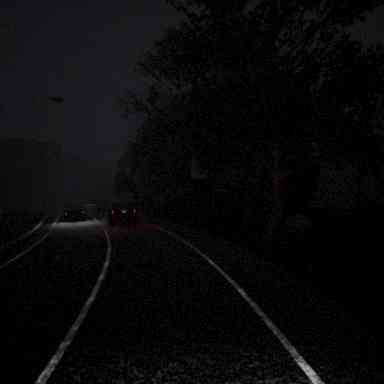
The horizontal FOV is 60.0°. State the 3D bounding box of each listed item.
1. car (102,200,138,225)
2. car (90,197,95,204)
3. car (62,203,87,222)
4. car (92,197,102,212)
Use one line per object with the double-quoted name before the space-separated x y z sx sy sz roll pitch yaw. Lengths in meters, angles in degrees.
"car" -5.547 1.460 25.805 2.097 1.767 4.553 -2 0 -19
"car" -20.138 1.815 70.269 1.812 1.442 4.674 -1 0 -4
"car" -10.685 1.749 30.301 1.882 1.535 5.008 -2 0 -20
"car" -11.035 1.722 41.837 2.128 1.511 4.902 -2 0 -18
